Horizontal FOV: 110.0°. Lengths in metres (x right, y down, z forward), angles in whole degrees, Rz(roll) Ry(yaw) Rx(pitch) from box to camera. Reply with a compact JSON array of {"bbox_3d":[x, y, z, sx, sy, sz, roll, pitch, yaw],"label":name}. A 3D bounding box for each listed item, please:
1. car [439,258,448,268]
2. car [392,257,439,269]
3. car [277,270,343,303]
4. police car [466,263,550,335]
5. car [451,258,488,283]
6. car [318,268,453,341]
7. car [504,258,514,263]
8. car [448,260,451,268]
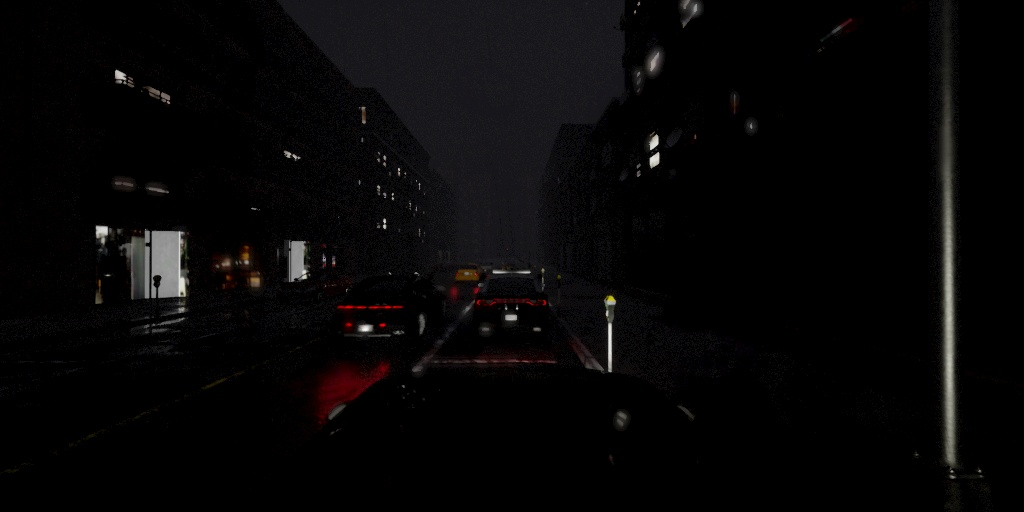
[{"bbox_3d":[-8.837,1.064,39.007,2.192,1.841,5.009,0,0,0],"label":"car"},{"bbox_3d":[-6.246,1.103,22.313,2.097,1.767,4.553,0,0,0],"label":"car"},{"bbox_3d":[-8.837,1.333,16.462,1.802,1.307,4.207,0,0,0],"label":"car"},{"bbox_3d":[-0.011,1.175,10.609,1.930,1.638,5.238,0,0,0],"label":"police car"},{"bbox_3d":[-3.145,1.207,27.457,1.801,1.575,5.366,0,0,0],"label":"car"},{"bbox_3d":[-3.046,1.255,9.888,1.837,1.490,4.892,0,0,0],"label":"car"},{"bbox_3d":[-0.456,1.275,39.173,1.751,1.417,4.829,0,0,0],"label":"car"},{"bbox_3d":[-8.837,1.188,44.643,1.967,1.591,4.097,0,0,0],"label":"car"}]
